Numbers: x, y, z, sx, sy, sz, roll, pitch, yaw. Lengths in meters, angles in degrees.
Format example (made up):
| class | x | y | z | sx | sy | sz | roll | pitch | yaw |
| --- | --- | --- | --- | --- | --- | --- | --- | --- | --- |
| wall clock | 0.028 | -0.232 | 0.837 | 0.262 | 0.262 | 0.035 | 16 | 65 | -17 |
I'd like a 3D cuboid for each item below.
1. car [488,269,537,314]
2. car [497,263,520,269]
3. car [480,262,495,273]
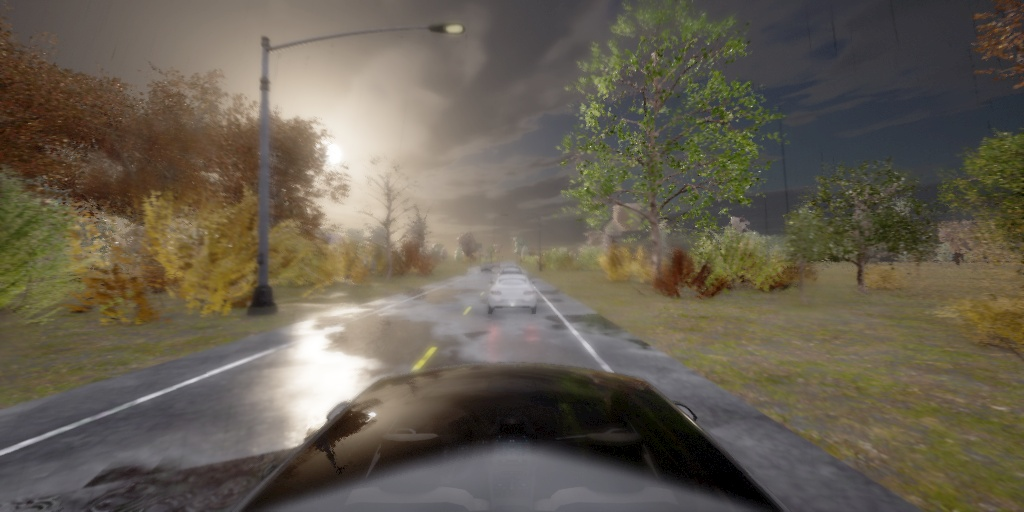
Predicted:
| class | x | y | z | sx | sy | sz | roll | pitch | yaw |
| --- | --- | --- | --- | --- | --- | --- | --- | --- | --- |
| car | 0.028 | 1.455 | 14.765 | 1.812 | 1.442 | 4.674 | 0 | -1 | 0 |
| car | -0.040 | 1.621 | 30.280 | 1.882 | 1.535 | 5.008 | 0 | 0 | 0 |
| car | -4.281 | 2.030 | 59.820 | 1.837 | 1.490 | 4.892 | 0 | -1 | -4 |
